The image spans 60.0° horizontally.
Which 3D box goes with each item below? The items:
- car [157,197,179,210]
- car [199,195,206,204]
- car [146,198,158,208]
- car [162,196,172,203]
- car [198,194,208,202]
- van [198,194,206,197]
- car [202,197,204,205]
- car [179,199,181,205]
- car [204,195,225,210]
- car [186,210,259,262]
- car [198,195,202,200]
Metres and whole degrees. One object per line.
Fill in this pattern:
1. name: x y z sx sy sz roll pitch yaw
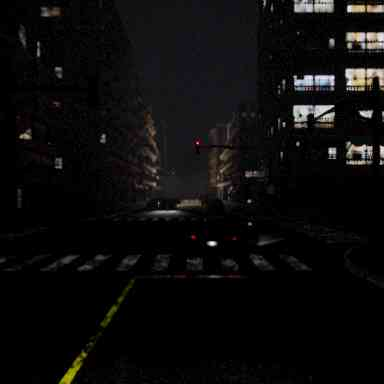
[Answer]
1. car: -3.096 1.684 43.866 1.895 1.301 4.718 0 0 0
2. car: 2.687 1.700 60.395 1.802 1.307 4.206 0 0 0
3. car: -5.694 1.645 49.326 2.008 1.369 4.403 0 0 0
4. car: -5.695 1.701 76.997 1.887 1.381 4.507 0 0 0
5. car: 2.686 1.485 82.532 2.192 1.841 5.009 0 0 0
6. van: 2.687 1.484 71.464 1.690 1.788 3.998 0 0 0
7. car: 2.688 1.634 43.792 2.008 1.369 4.403 0 0 0
8. car: -3.044 1.682 60.707 1.994 1.385 4.181 0 0 1
9. car: 2.689 1.512 38.258 1.967 1.590 4.097 0 0 0
10. car: 1.234 1.587 12.363 1.994 1.385 4.181 0 0 17
11. car: 2.686 1.712 65.929 1.802 1.307 4.206 0 0 0
